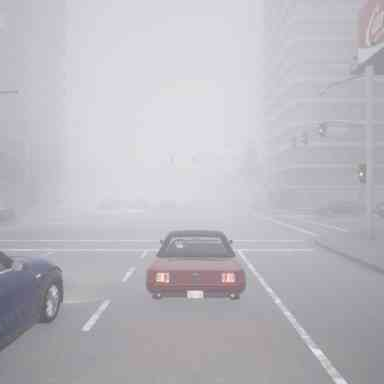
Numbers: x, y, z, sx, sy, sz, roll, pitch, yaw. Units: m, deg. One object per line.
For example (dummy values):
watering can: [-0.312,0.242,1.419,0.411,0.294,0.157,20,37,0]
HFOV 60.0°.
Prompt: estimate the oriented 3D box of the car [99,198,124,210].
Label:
car: [-10.488,1.505,42.838,1.837,1.490,4.892,0,0,0]

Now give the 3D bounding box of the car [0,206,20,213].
car: [-14.987,1.493,23.970,4.902,1.511,2.128,0,0,0]

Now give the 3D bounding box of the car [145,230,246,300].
car: [0.106,1.601,8.353,1.895,1.301,4.718,0,0,1]

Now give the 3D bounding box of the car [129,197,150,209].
car: [-6.962,1.492,46.451,2.128,1.511,4.902,0,0,1]

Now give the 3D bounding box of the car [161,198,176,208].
car: [-3.325,1.564,47.135,1.994,1.385,4.181,0,0,0]

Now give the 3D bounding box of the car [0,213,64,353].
car: [-3.434,1.352,4.329,2.097,1.767,4.553,0,0,1]

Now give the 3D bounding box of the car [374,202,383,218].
car: [18.256,1.222,27.783,5.566,2.045,2.150,0,0,0]

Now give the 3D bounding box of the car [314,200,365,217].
car: [14.045,1.505,31.268,4.892,1.490,1.837,0,0,0]

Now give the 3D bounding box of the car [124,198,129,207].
car: [-10.453,1.601,52.094,1.895,1.301,4.718,0,0,1]
